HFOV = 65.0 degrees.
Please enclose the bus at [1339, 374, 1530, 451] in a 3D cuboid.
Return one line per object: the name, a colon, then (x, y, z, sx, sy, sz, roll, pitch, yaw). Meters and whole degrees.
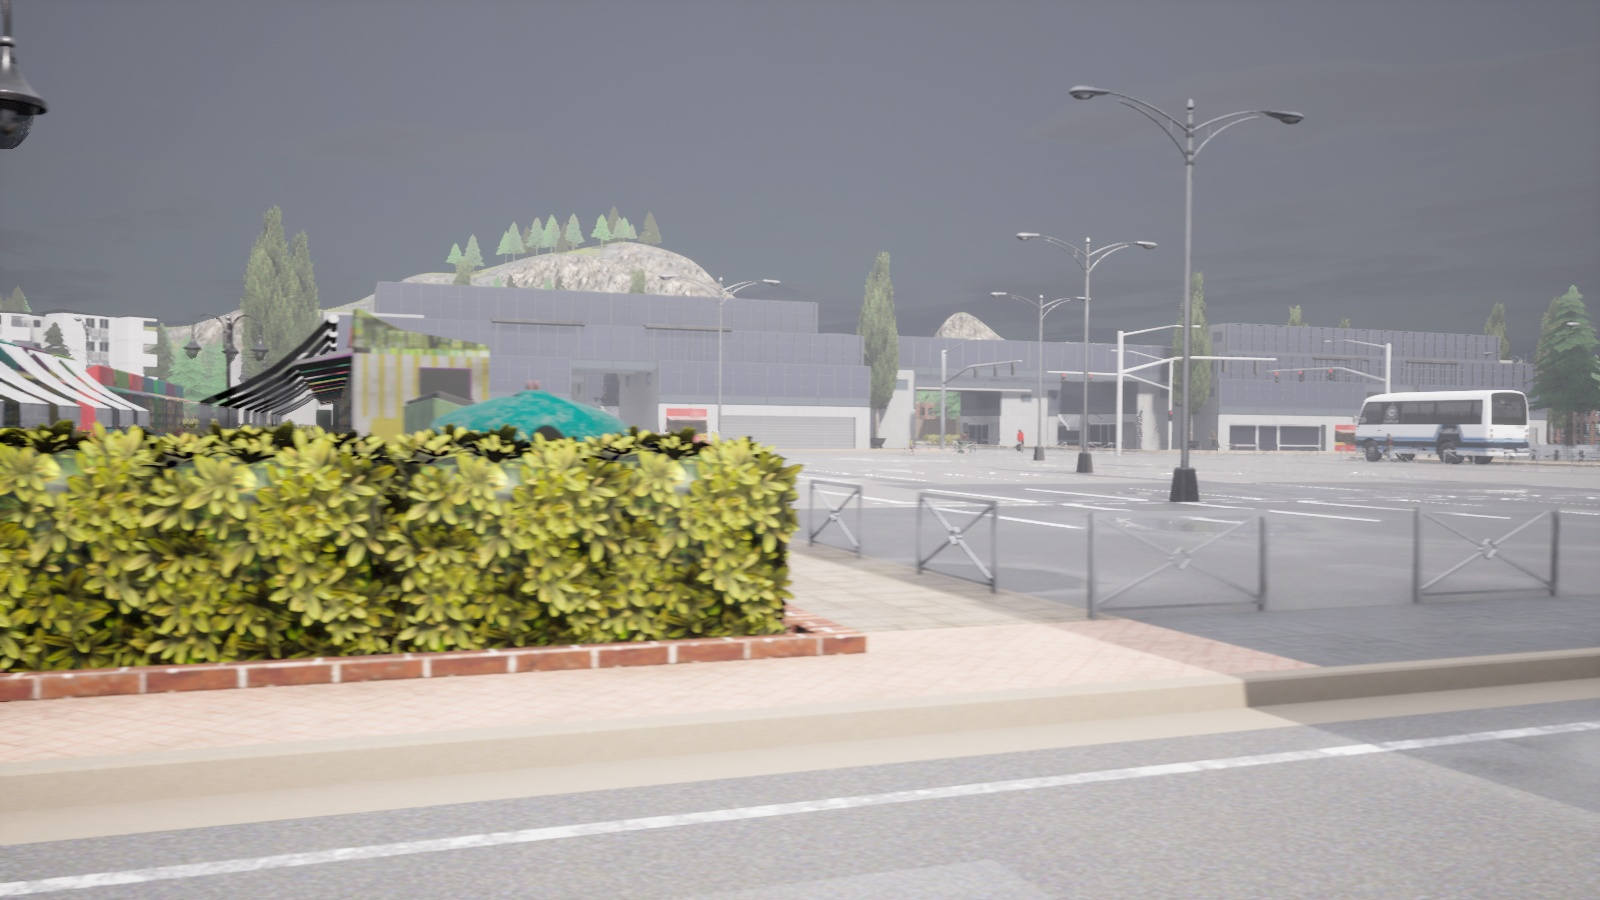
bus: (37.706, -2.155, 75.227, 3.944, 4.253, 10.273, -1, 1, -21)
